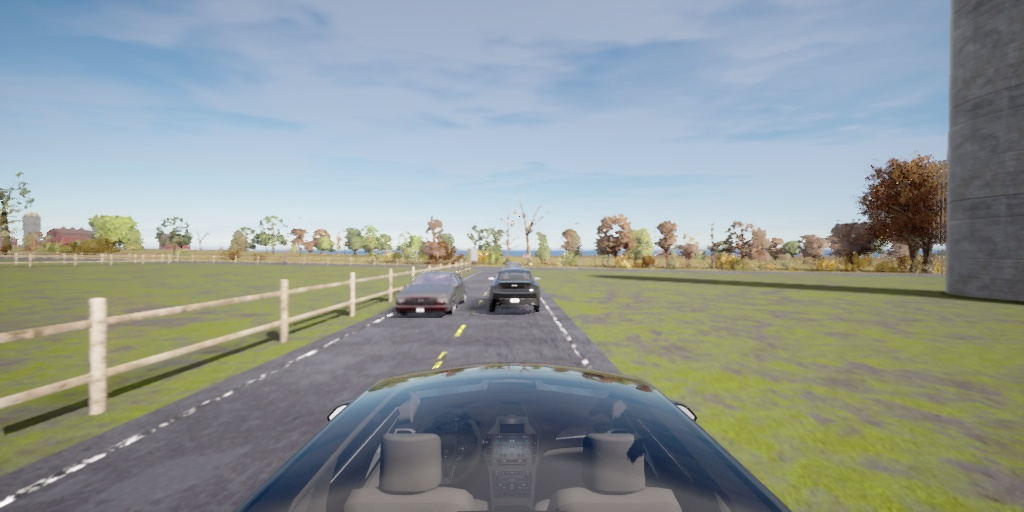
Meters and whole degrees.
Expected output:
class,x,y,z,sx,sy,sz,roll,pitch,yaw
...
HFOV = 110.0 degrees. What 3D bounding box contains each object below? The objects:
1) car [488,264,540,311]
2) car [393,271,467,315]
class,x,y,z,sx,sy,sz,roll,pitch,yaw
car,0.098,1.255,14.508,1.837,1.490,4.892,0,0,0
car,-2.851,1.297,13.795,2.033,1.411,5.357,0,0,0
